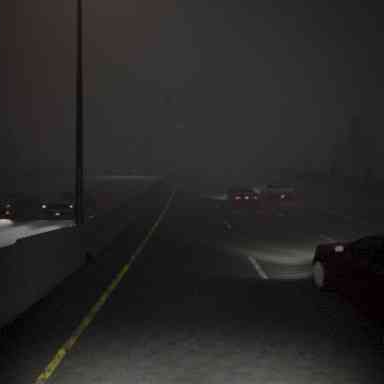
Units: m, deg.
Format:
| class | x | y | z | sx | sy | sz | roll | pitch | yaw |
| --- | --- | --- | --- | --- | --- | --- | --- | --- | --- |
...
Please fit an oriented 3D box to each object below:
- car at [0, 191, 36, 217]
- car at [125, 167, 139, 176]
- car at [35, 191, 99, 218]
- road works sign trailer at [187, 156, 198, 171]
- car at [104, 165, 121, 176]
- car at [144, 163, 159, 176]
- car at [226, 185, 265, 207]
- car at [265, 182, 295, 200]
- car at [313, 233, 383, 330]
| class | x | y | z | sx | sy | sz | roll | pitch | yaw |
| --- | --- | --- | --- | --- | --- | --- | --- | --- | --- |
| car | -10.592 | 0.630 | 19.769 | 1.994 | 1.385 | 4.181 | 0 | 5 | 0 |
| car | -10.523 | -3.694 | 58.703 | 1.837 | 1.490 | 4.892 | 0 | 6 | 1 |
| car | -7.093 | 0.670 | 19.723 | 1.895 | 1.301 | 4.718 | 0 | 5 | 0 |
| road works sign trailer | 0.122 | -6.544 | 76.497 | 2.380 | 3.560 | 2.880 | 0 | 4 | 3 |
| car | -14.023 | -3.858 | 58.808 | 2.097 | 1.767 | 4.553 | 0 | 6 | 1 |
| car | -7.022 | -3.971 | 58.640 | 2.150 | 2.045 | 5.566 | 0 | 6 | 1 |
| car | 3.606 | 0.172 | 24.402 | 2.033 | 1.411 | 5.357 | 0 | 6 | 0 |
| car | 7.108 | -0.189 | 28.214 | 1.895 | 1.301 | 4.718 | 0 | 6 | 0 |
| car | 3.589 | 1.369 | 5.345 | 1.882 | 1.535 | 5.008 | 0 | 2 | 0 |
